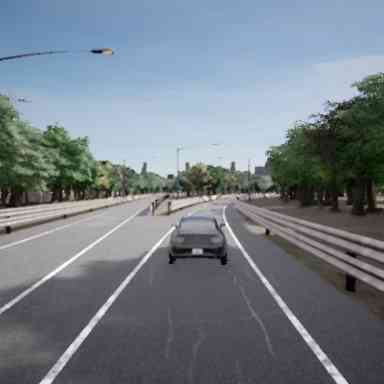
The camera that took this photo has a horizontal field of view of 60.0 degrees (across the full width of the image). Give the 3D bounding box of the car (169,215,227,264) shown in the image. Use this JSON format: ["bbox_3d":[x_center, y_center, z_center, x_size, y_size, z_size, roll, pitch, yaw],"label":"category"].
[{"bbox_3d":[0.225,1.543,11.834,1.812,1.442,4.674,0,0,2],"label":"car"}]
